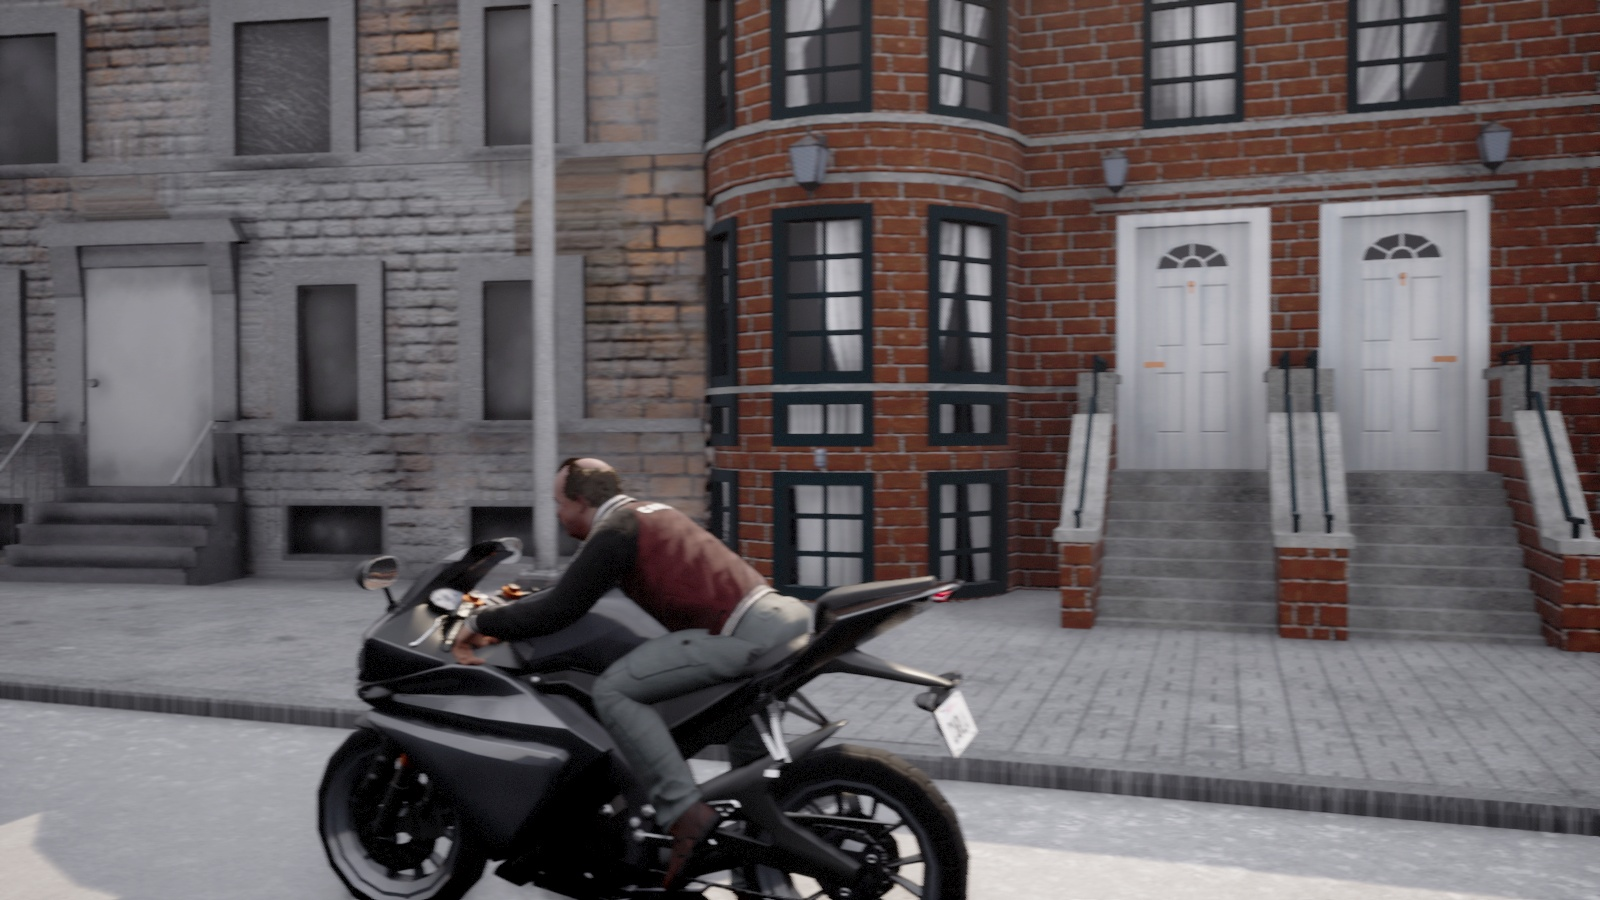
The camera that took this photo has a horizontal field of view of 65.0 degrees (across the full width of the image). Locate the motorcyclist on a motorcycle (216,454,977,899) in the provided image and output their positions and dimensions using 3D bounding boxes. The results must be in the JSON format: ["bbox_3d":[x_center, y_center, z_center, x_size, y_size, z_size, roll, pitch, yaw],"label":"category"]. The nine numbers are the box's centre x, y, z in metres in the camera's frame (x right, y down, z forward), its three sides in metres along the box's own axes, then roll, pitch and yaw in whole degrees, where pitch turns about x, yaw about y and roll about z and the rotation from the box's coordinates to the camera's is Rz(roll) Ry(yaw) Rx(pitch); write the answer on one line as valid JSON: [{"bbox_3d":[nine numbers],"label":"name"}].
[{"bbox_3d":[-0.619,0.796,3.927,2.191,1.530,0.866,1,1,19],"label":"motorcyclist on a motorcycle"}]
